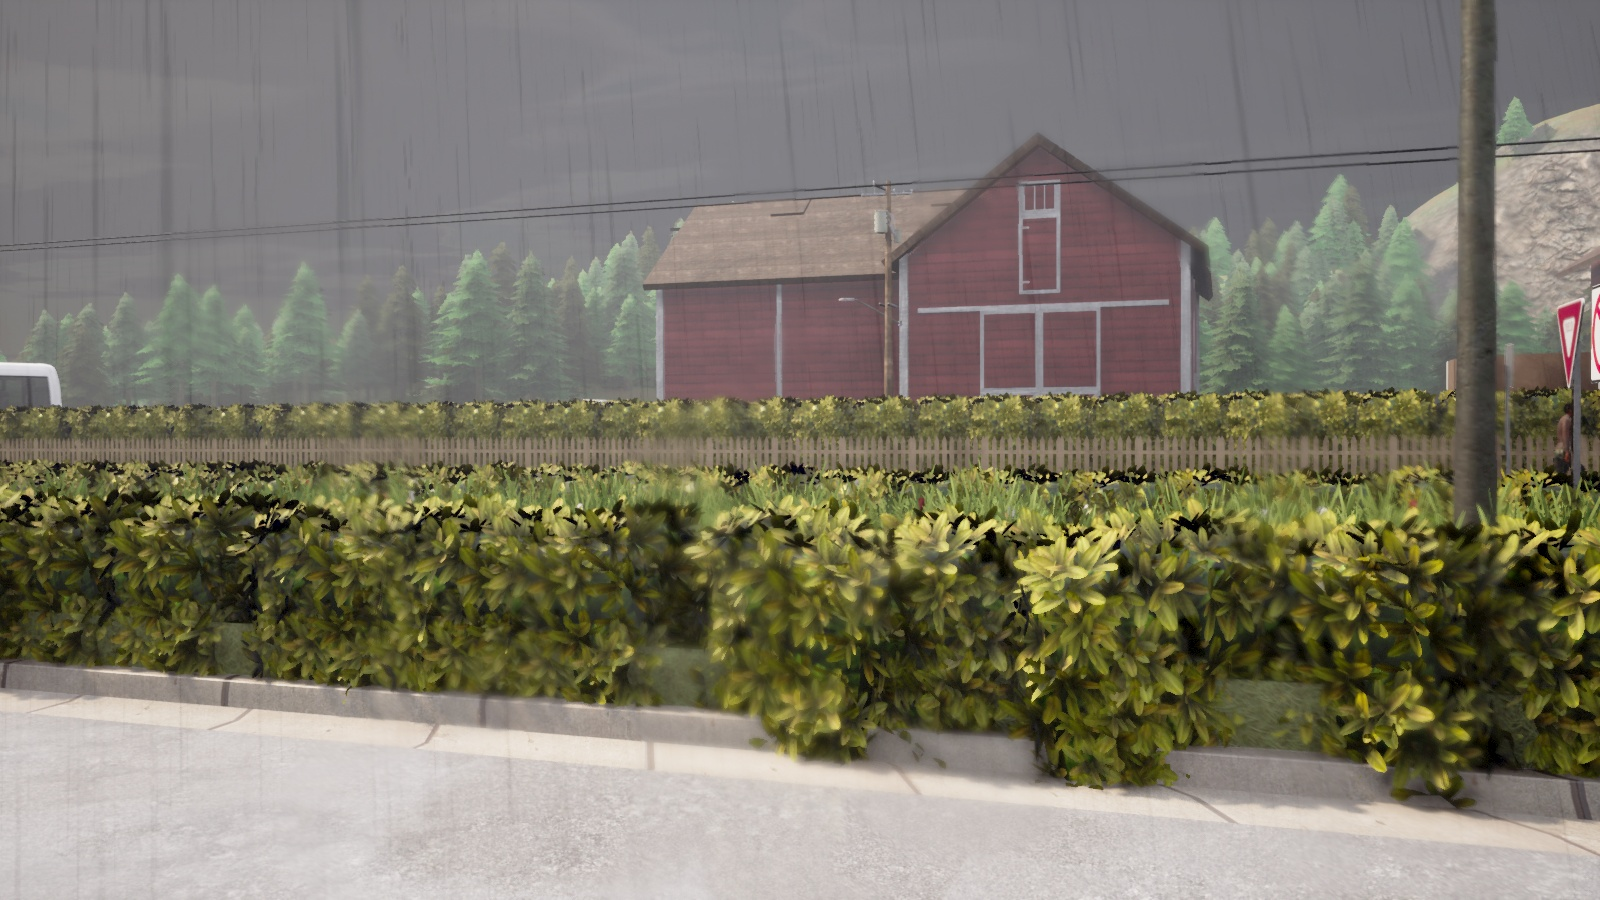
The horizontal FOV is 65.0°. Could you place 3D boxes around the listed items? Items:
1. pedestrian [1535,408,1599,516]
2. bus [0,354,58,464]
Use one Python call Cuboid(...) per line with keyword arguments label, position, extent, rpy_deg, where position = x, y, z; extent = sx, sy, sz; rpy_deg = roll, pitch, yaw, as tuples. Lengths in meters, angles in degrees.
Cuboid(label="pedestrian", position=(12.971, 0.191, 21.227), extent=(0.869, 1.805, 0.328), rpy_deg=(1, 1, 18))
Cuboid(label="bus", position=(-34.338, -1.560, 47.277), extent=(3.944, 4.253, 10.273), rpy_deg=(1, 2, 41))
